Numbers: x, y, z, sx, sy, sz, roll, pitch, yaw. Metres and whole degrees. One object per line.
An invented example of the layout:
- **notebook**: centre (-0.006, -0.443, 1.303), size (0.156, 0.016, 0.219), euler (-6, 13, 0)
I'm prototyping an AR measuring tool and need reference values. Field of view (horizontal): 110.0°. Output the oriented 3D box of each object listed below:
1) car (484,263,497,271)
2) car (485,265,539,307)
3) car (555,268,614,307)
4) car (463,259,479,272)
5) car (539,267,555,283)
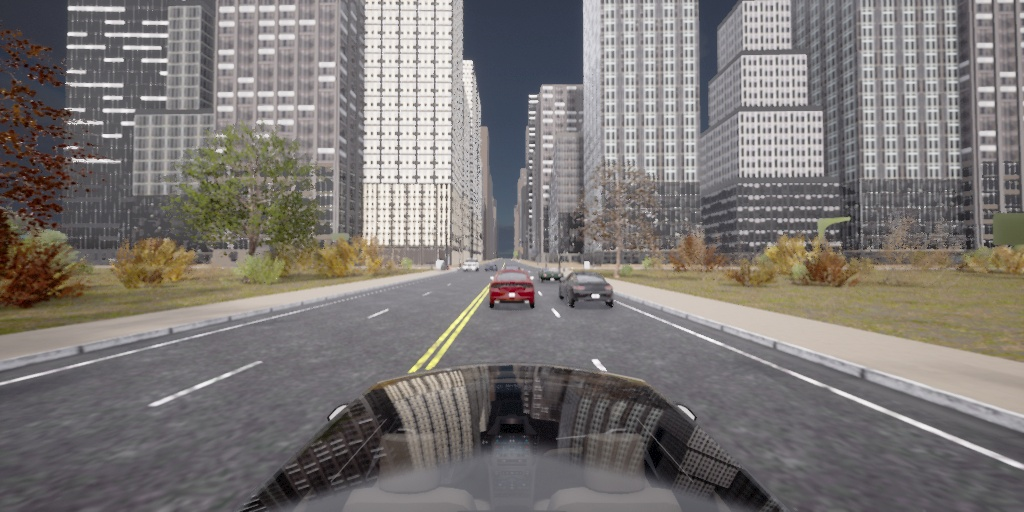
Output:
- **car**: centre (-3.263, 1.788, 57.283), size (1.994, 1.385, 4.181), euler (0, -1, 0)
- **car**: centre (0.003, 1.361, 16.299), size (1.882, 1.535, 5.008), euler (0, 0, 0)
- **car**: centre (3.252, 1.408, 16.224), size (1.812, 1.442, 4.674), euler (0, 0, 0)
- **car**: centre (-6.510, 1.431, 57.548), size (2.150, 2.045, 5.566), euler (0, -1, 0)
- **car**: centre (3.247, 1.611, 30.947), size (1.895, 1.301, 4.718), euler (0, 0, 0)
